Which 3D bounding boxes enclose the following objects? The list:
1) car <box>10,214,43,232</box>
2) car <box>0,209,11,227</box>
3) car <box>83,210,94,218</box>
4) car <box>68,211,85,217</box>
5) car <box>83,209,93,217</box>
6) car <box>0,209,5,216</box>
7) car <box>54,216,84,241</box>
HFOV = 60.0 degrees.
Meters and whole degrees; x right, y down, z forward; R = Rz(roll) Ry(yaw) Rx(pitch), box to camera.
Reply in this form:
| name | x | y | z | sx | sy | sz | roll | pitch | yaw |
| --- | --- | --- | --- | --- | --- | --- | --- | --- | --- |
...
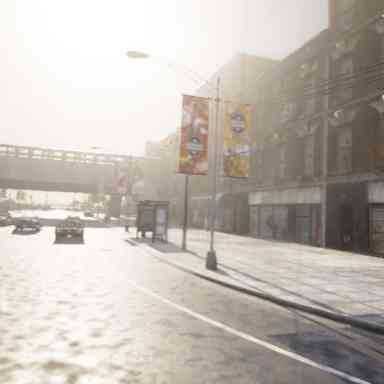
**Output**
| name | x | y | z | sx | sy | sz | roll | pitch | yaw |
| --- | --- | --- | --- | --- | --- | --- | --- | --- | --- |
| car | -14.260 | 2.692 | 29.143 | 1.812 | 1.442 | 4.674 | 4 | -4 | -19 |
| car | -20.009 | 2.802 | 34.733 | 2.033 | 1.411 | 5.357 | 4 | -4 | -19 |
| car | -24.101 | 5.150 | 77.609 | 2.231 | 1.521 | 4.892 | 3 | -4 | -9 |
| car | -14.786 | 3.446 | 41.341 | 1.994 | 1.385 | 4.181 | 4 | -4 | -19 |
| car | -27.573 | 5.489 | 87.805 | 2.185 | 1.767 | 4.553 | 4 | -4 | -19 |
| car | -36.248 | 3.768 | 61.592 | 1.895 | 1.301 | 4.718 | 4 | -4 | -19 |
| car | -8.708 | 2.683 | 23.741 | 1.895 | 1.301 | 4.718 | 4 | -4 | -19 |
